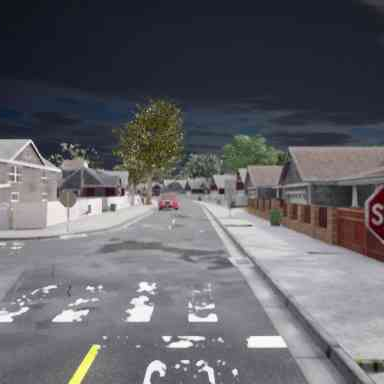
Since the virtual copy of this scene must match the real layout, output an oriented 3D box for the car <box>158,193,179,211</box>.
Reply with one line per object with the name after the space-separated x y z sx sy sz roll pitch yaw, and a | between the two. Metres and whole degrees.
-2.773 1.178 40.067 2.150 2.045 5.566 0 0 0 | car
